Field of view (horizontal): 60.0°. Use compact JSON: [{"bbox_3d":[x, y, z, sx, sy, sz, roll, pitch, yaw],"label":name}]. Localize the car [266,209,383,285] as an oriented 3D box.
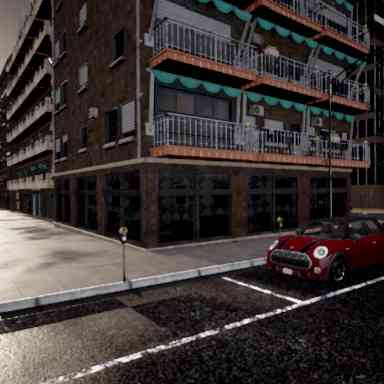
[{"bbox_3d":[3.987,1.443,9.431,4.097,1.590,1.967,0,-1,-36],"label":"car"}]
